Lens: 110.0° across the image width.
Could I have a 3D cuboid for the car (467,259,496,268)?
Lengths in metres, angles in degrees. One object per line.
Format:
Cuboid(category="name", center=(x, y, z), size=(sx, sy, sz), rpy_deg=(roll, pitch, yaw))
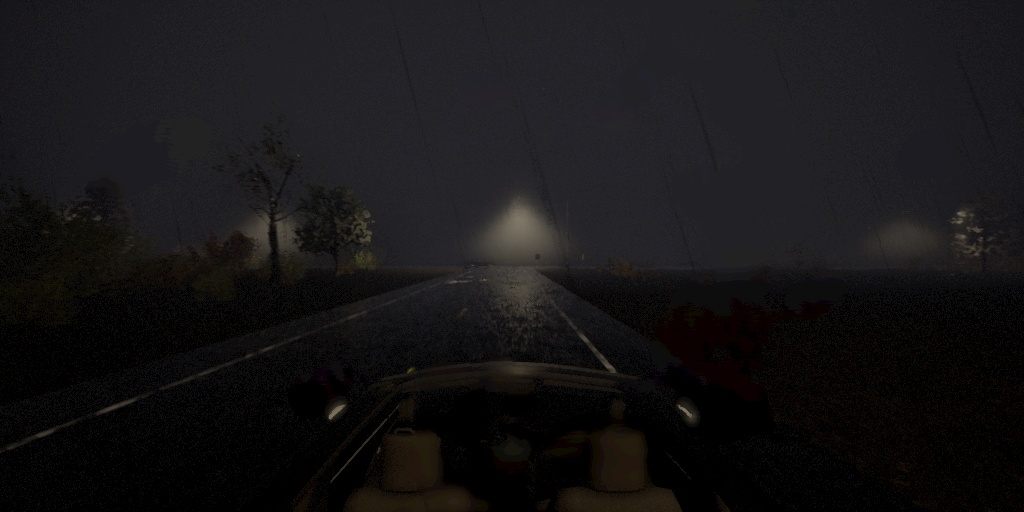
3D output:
Cuboid(category="car", center=(-5.181, 1.239, 61.158), size=(5.008, 1.535, 1.882), rpy_deg=(0, 0, -1))
